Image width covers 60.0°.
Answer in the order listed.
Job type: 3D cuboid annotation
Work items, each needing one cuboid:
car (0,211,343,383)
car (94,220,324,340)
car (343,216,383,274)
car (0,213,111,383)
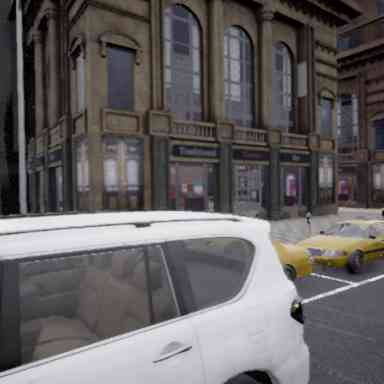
[{"bbox_3d":[-1.542,1.223,2.273,5.566,2.045,2.150,0,0,-35],"label":"car"},{"bbox_3d":[0.589,1.496,7.085,4.829,1.417,1.752,0,-1,-36],"label":"car"},{"bbox_3d":[5.099,1.458,10.304,4.829,1.417,1.752,0,0,-36],"label":"car"},{"bbox_3d":[-3.784,1.321,3.965,5.009,1.841,2.192,0,-1,-36],"label":"car"}]
